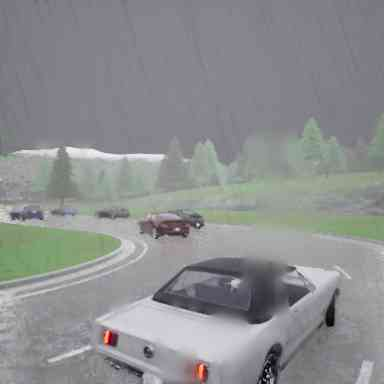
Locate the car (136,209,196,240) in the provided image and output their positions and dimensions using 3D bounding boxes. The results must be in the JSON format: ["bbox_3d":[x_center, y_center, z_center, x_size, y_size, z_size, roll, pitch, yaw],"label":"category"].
[{"bbox_3d":[-1.883,1.926,20.208,1.882,1.535,5.008,2,-2,-26],"label":"car"}]

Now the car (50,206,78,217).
[{"bbox_3d":[-17.295,2.534,44.904,2.033,1.411,5.357,1,-2,-42],"label":"car"}]

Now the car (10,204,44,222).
[{"bbox_3d":[-17.544,2.125,35.210,4.553,1.767,2.097,-1,-2,44],"label":"car"}]

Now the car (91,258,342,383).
[{"bbox_3d":[0.921,1.721,5.235,1.895,1.301,4.718,-1,-2,36],"label":"car"}]

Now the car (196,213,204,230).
[{"bbox_3d":[-1.124,2.062,25.129,1.837,1.490,4.892,3,-3,-40],"label":"car"}]

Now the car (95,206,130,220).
[{"bbox_3d":[-8.802,2.296,36.554,4.902,1.511,2.128,-1,-2,42],"label":"car"}]
